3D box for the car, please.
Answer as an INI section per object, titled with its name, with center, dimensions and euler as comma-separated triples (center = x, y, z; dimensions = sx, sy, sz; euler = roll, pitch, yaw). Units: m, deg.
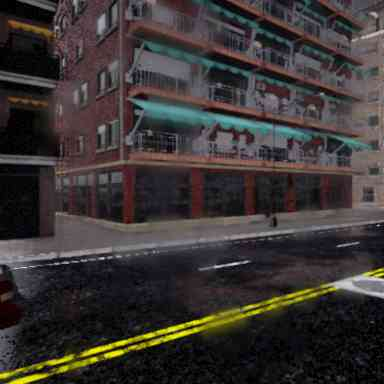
[car]
center = -5.082, 1.544, 4.067
dimensions = 5.357, 1.411, 2.033
euler = 0, 0, -35
